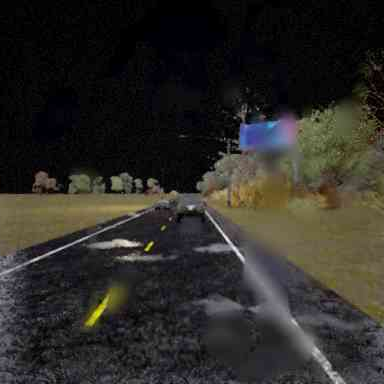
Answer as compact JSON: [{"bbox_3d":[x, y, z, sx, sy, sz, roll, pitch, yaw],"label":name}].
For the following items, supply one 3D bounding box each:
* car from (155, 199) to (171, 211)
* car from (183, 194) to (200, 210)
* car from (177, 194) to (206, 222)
[{"bbox_3d":[-3.645,1.639,42.822,2.033,1.411,5.357,0,0,0],"label":"car"},{"bbox_3d":[-0.080,1.312,44.911,2.150,2.045,5.566,0,0,1],"label":"car"},{"bbox_3d":[-0.068,1.278,26.930,2.150,2.045,5.566,0,0,1],"label":"car"}]
